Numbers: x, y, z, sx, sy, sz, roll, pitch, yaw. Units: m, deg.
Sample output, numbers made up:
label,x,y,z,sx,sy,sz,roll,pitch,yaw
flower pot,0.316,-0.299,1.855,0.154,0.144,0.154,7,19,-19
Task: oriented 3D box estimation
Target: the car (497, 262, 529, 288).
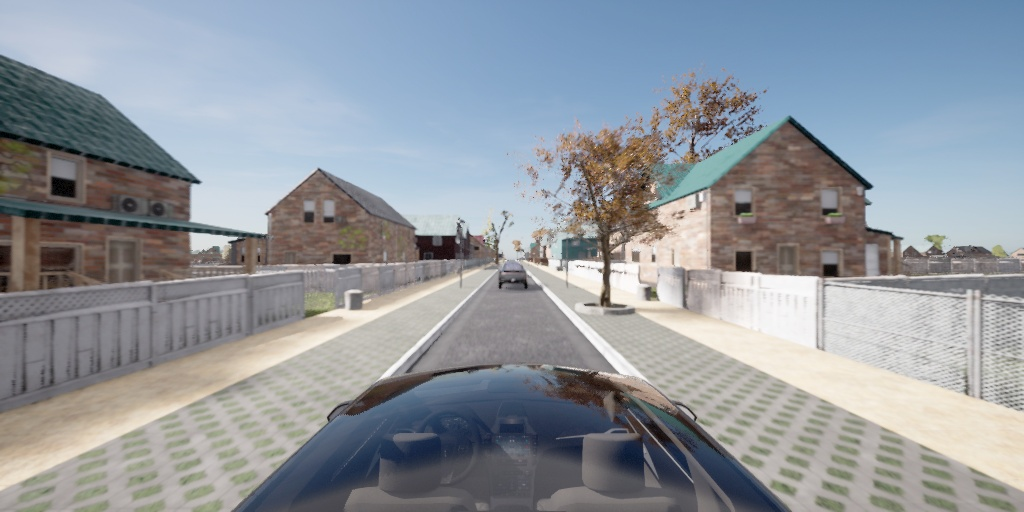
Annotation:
label,x,y,z,sx,sy,sz,roll,pitch,yaw
car,0.075,1.230,23.498,2.128,1.511,4.902,0,0,0
